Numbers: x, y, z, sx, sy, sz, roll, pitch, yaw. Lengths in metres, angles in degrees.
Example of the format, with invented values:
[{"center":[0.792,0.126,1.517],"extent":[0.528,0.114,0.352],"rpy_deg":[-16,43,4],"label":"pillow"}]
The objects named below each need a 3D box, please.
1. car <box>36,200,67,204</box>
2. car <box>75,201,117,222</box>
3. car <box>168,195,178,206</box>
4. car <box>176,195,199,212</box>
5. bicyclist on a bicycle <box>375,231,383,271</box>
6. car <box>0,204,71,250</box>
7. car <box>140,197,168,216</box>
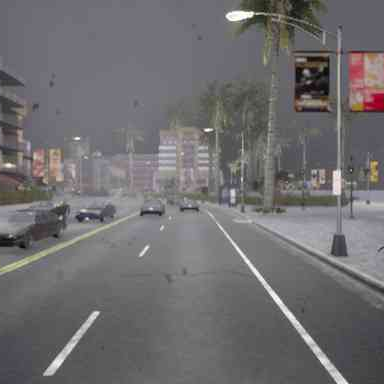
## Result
[{"center":[-10.634,1.347,24.746],"extent":[2.128,1.511,4.902],"rpy_deg":[0,0,0],"label":"car"},{"center":[-7.094,1.400,25.166],"extent":[2.033,1.411,5.357],"rpy_deg":[0,0,0],"label":"car"},{"center":[-2.490,1.208,48.256],"extent":[2.128,1.511,4.902],"rpy_deg":[0,0,-15],"label":"car"},{"center":[-0.388,1.353,36.034],"extent":[1.994,1.385,4.181],"rpy_deg":[0,0,-5],"label":"car"},{"center":[5.498,1.250,8.507],"extent":[1.656,1.620,0.582],"rpy_deg":[0,0,0],"label":"bicyclist on a bicycle"},{"center":[-7.102,1.464,14.284],"extent":[2.033,1.411,5.357],"rpy_deg":[0,0,0],"label":"car"},{"center":[-3.514,1.388,30.059],"extent":[1.994,1.385,4.181],"rpy_deg":[0,0,-2],"label":"car"}]
